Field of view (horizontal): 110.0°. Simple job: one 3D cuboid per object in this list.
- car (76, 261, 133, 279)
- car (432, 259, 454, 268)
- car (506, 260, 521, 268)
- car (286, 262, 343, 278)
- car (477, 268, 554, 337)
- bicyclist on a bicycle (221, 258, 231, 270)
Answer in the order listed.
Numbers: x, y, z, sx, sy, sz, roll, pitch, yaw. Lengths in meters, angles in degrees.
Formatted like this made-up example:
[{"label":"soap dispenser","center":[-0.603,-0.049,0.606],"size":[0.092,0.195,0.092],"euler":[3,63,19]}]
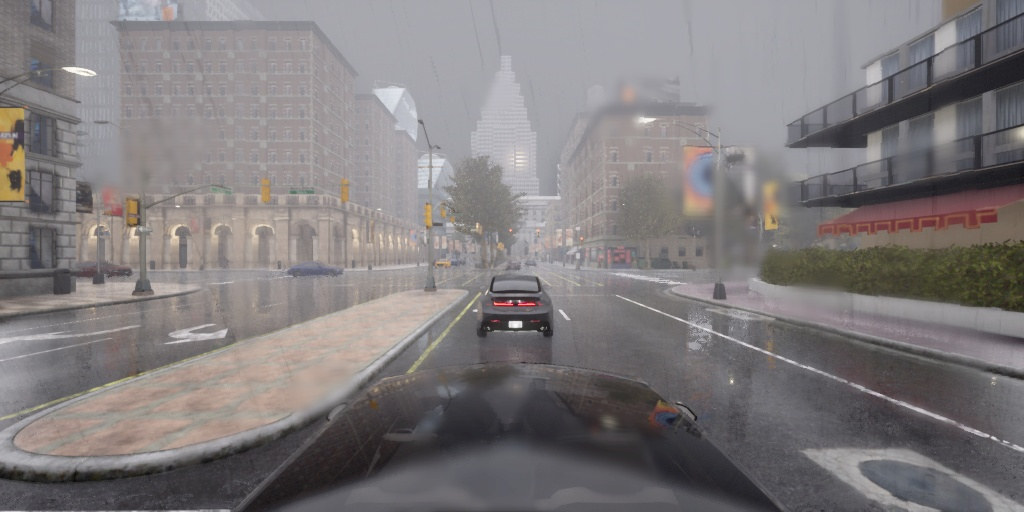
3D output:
[{"label":"car","center":[-37.183,1.228,32.244],"size":[5.008,1.535,1.882],"euler":[0,0,0]},{"label":"car","center":[-11.443,1.228,59.624],"size":[1.882,1.535,5.008],"euler":[0,0,0]},{"label":"car","center":[0.203,1.275,50.583],"size":[1.812,1.442,4.674],"euler":[0,0,3]},{"label":"car","center":[-18.279,1.275,33.409],"size":[4.674,1.442,1.812],"euler":[0,0,-12]},{"label":"car","center":[0.096,1.255,10.292],"size":[1.837,1.490,4.892],"euler":[0,0,0]},{"label":"bicyclist on a bicycle","center":[-37.198,1.050,46.709],"size":[0.582,1.620,1.656],"euler":[0,0,0]}]
